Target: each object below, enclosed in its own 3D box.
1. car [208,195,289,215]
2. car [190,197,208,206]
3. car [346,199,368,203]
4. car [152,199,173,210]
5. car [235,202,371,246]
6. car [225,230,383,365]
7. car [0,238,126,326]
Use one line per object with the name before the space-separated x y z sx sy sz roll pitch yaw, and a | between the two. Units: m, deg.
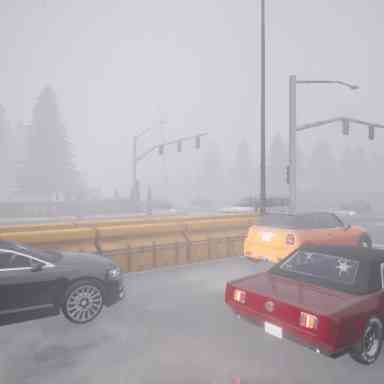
car | 3.961 1.223 19.719 5.566 2.045 2.150 0 0 -36
car | 1.529 1.525 54.166 1.812 1.442 4.674 0 0 -35
car | 19.318 1.564 39.312 4.181 1.385 1.994 0 0 -36
car | -4.253 1.564 43.979 1.994 1.385 4.181 0 0 -36
car | 3.870 1.352 10.817 4.553 1.767 2.097 0 0 -36
car | 2.922 1.601 5.837 4.718 1.301 1.895 0 0 -36
car | -3.543 1.492 5.511 4.902 1.511 2.128 0 0 -36
